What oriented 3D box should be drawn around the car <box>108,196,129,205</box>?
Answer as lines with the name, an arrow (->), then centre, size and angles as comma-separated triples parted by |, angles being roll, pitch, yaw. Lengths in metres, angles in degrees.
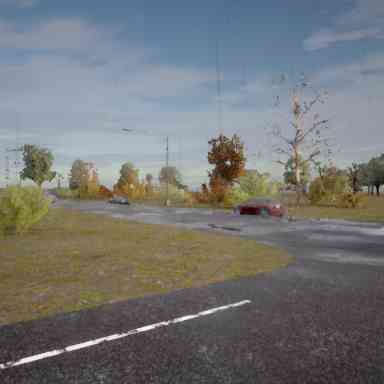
car -> -11.518, 1.338, 51.682 | 1.994, 1.385, 4.181 | 0, 0, -37

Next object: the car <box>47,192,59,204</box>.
car -> -24.369, 1.207, 57.316 | 1.882, 1.535, 5.008 | 0, 1, -35

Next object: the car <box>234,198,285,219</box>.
car -> 5.738, 1.264, 28.833 | 2.097, 1.767, 4.553 | 0, 0, -37
